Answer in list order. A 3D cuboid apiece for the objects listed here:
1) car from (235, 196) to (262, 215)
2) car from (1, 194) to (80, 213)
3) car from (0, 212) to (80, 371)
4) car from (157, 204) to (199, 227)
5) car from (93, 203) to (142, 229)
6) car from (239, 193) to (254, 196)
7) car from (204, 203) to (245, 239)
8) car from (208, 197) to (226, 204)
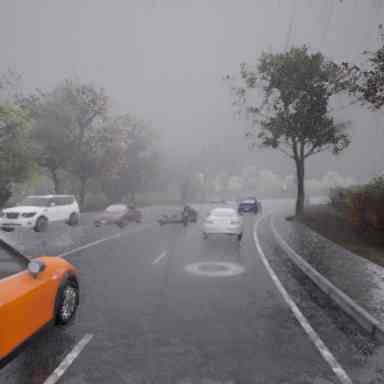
[{"bbox_3d":[6.084,1.498,34.615,1.882,1.535,5.008,0,0,18],"label":"car"},{"bbox_3d":[-8.735,1.174,19.631,2.150,2.045,5.566,0,0,10],"label":"car"},{"bbox_3d":[-3.156,1.339,4.242,2.097,1.767,4.553,0,0,2],"label":"car"},{"bbox_3d":[-0.848,1.536,22.736,2.033,1.411,5.357,0,0,12],"label":"car"},{"bbox_3d":[-4.742,1.496,21.896,1.812,1.442,4.674,0,0,12],"label":"car"},{"bbox_3d":[9.684,1.241,60.402,2.150,2.045,5.566,0,0,29],"label":"car"},{"bbox_3d":[1.701,1.529,17.211,1.812,1.442,4.674,0,0,9],"label":"car"},{"bbox_3d":[4.413,1.548,57.882,1.994,1.385,4.181,0,0,27],"label":"car"}]
